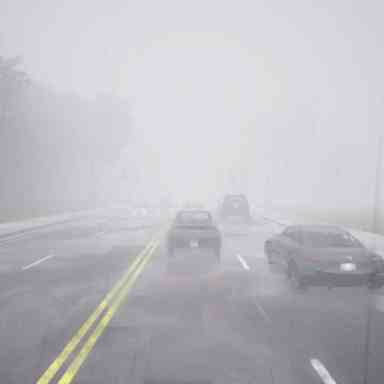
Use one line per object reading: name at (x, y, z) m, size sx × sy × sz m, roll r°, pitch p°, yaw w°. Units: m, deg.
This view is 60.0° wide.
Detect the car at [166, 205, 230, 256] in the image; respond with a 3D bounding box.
car at (0.077, 1.465, 13.005) m, size 2.128 × 1.511 × 4.902 m, roll 0°, pitch 0°, yaw 0°

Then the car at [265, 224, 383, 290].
car at (3.315, 1.545, 9.049) m, size 1.994 × 1.385 × 4.181 m, roll 0°, pitch 0°, yaw 0°

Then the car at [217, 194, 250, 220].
car at (3.318, 1.172, 27.306) m, size 2.150 × 2.045 × 5.566 m, roll 0°, pitch 0°, yaw 0°

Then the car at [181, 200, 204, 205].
car at (0.070, 1.425, 29.775) m, size 1.882 × 1.535 × 5.008 m, roll 0°, pitch 0°, yaw 0°

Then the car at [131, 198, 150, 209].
car at (-6.617, 1.492, 43.141) m, size 1.994 × 1.385 × 4.181 m, roll 0°, pitch 0°, yaw 0°

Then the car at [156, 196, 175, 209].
car at (-3.367, 1.280, 43.000) m, size 2.097 × 1.767 × 4.553 m, roll 0°, pitch 0°, yaw 0°
